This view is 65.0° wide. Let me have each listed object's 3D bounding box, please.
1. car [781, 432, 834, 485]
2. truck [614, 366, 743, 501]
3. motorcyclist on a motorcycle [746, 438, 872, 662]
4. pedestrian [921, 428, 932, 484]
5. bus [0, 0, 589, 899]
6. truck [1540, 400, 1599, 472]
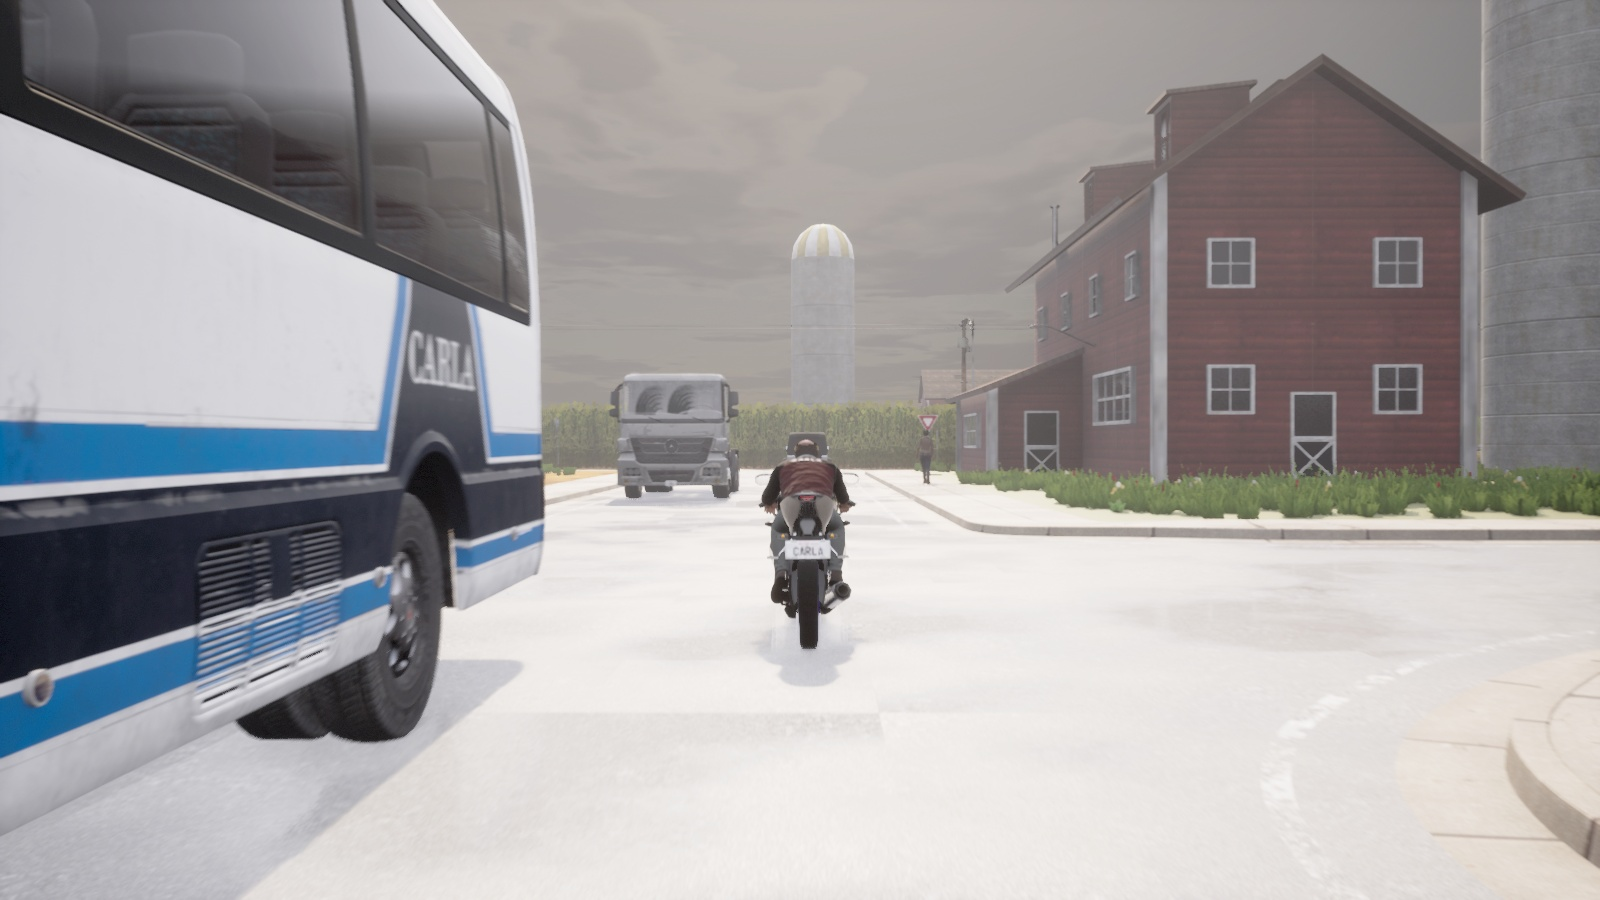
[{"bbox_3d":[0.272,0.279,46.649,1.905,1.878,3.866,0,0,0],"label":"car"},{"bbox_3d":[-3.286,-0.441,36.038,2.891,3.462,7.936,0,0,0],"label":"truck"},{"bbox_3d":[0.069,0.694,9.938,0.866,1.530,2.191,-1,2,0],"label":"motorcyclist on a motorcycle"},{"bbox_3d":[4.136,0.180,41.058,0.328,1.805,0.869,0,0,4],"label":"pedestrian"},{"bbox_3d":[-3.464,-0.654,3.602,3.944,4.253,10.273,0,0,0],"label":"bus"},{"bbox_3d":[45.581,-0.741,68.659,8.468,3.827,2.891,0,0,1],"label":"truck"}]
